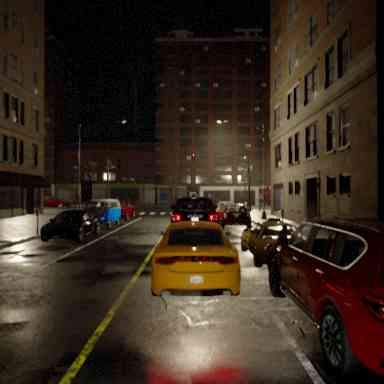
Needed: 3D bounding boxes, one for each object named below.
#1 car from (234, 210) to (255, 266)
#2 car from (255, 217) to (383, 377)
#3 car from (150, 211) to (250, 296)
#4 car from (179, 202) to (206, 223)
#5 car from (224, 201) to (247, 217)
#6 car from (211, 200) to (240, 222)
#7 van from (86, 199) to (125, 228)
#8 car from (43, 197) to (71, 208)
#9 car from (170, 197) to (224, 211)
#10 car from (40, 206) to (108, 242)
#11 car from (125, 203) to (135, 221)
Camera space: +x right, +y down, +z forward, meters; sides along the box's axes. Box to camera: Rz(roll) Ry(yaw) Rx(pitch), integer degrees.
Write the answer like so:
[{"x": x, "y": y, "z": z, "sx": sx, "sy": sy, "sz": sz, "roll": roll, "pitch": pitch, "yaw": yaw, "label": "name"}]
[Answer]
[{"x": 2.680, "y": 1.535, "z": 11.130, "sx": 1.752, "sy": 1.417, "sz": 4.829, "roll": 1, "pitch": 0, "yaw": 0, "label": "car"}, {"x": 2.680, "y": 1.319, "z": 5.477, "sx": 2.192, "sy": 1.841, "sz": 5.009, "roll": 1, "pitch": 0, "yaw": 0, "label": "car"}, {"x": 0.055, "y": 1.485, "z": 8.680, "sx": 1.882, "sy": 1.535, "sz": 5.008, "roll": 0, "pitch": 0, "yaw": -1, "label": "car"}, {"x": 0.095, "y": 1.596, "z": 26.836, "sx": 1.994, "sy": 1.385, "sz": 4.181, "roll": 0, "pitch": 0, "yaw": 1, "label": "car"}, {"x": 2.687, "y": 1.465, "z": 21.925, "sx": 1.967, "sy": 1.590, "sz": 4.097, "roll": 1, "pitch": 0, "yaw": 0, "label": "car"}, {"x": 2.690, "y": 1.473, "z": 27.408, "sx": 1.967, "sy": 1.590, "sz": 4.097, "roll": 1, "pitch": 0, "yaw": 0, "label": "car"}, {"x": -5.837, "y": 1.366, "z": 21.931, "sx": 1.690, "sy": 1.788, "sz": 3.998, "roll": 1, "pitch": 0, "yaw": 0, "label": "van"}, {"x": -18.442, "y": 1.385, "z": 43.582, "sx": 5.008, "sy": 1.535, "sz": 1.882, "roll": 0, "pitch": -1, "yaw": 0, "label": "car"}, {"x": 0.111, "y": 1.238, "z": 16.368, "sx": 2.150, "sy": 2.045, "sz": 5.566, "roll": 0, "pitch": 0, "yaw": 0, "label": "car"}, {"x": -5.842, "y": 1.582, "z": 16.448, "sx": 1.947, "sy": 1.339, "sz": 4.313, "roll": 1, "pitch": 0, "yaw": 0, "label": "car"}, {"x": -5.836, "y": 1.577, "z": 27.413, "sx": 1.887, "sy": 1.381, "sz": 4.507, "roll": 1, "pitch": 0, "yaw": 0, "label": "car"}]
